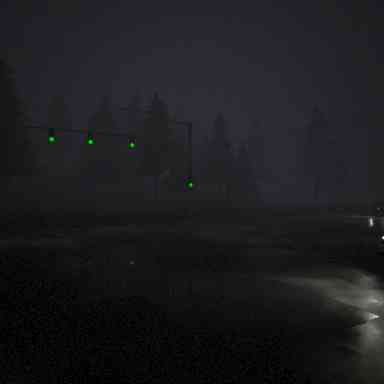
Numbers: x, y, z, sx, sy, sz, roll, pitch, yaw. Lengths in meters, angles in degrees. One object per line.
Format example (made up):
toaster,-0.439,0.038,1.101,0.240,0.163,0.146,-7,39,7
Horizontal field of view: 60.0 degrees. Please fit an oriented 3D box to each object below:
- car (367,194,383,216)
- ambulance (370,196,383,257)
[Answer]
car,19.901,1.217,32.584,5.566,2.045,2.150,0,0,-29
ambulance,8.516,1.030,10.315,6.366,2.431,2.351,0,0,-29
